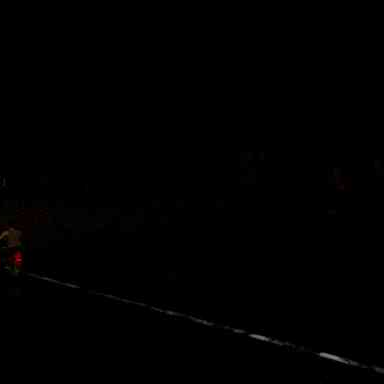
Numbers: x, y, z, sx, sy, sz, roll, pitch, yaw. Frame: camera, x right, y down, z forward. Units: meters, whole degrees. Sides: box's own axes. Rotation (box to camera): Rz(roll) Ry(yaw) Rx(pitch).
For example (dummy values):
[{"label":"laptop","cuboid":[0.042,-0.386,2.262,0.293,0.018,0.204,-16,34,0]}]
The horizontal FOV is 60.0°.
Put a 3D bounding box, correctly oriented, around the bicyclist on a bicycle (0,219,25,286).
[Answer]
[{"label":"bicyclist on a bicycle","cuboid":[-4.621,1.490,8.396,1.509,1.612,0.866,0,-1,36]}]
